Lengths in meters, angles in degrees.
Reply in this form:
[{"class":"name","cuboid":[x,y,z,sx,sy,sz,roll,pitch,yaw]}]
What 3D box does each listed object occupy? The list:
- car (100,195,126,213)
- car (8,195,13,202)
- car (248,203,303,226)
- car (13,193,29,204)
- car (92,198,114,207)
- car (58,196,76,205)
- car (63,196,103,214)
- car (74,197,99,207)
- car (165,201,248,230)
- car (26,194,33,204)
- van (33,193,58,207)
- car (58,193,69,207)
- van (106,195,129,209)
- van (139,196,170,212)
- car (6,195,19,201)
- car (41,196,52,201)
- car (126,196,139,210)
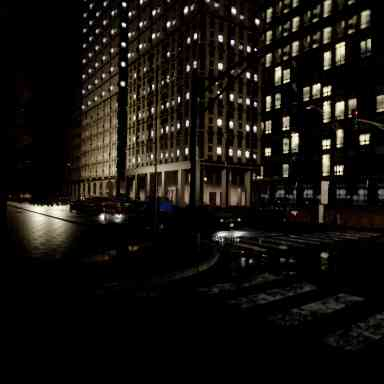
[{"class":"car","cuboid":[-9.154,1.275,35.004,2.097,1.767,4.553,1,-1,-35]},{"class":"car","cuboid":[-36.976,1.395,69.784,1.947,1.339,4.313,1,-1,-35]},{"class":"car","cuboid":[5.779,1.502,23.925,1.967,1.590,4.097,1,-1,-35]},{"class":"car","cuboid":[-30.442,1.153,60.568,2.192,1.841,5.009,1,-1,-35]},{"class":"car","cuboid":[-13.814,1.583,51.580,1.947,1.339,4.313,1,-1,-35]},{"class":"car","cuboid":[-22.192,1.461,58.922,1.837,1.490,4.892,1,-1,-35]},{"class":"car","cuboid":[-10.856,1.425,32.909,2.008,1.369,4.403,1,-1,-35]},{"class":"car","cuboid":[-16.061,1.514,50.269,2.033,1.411,5.357,1,-1,-36]},{"class":"car","cuboid":[0.733,1.495,21.026,2.033,1.411,5.357,1,-1,-35]},{"class":"car","cuboid":[-23.916,1.430,51.346,1.802,1.307,4.206,1,-1,-35]},{"class":"van","cuboid":[-20.647,1.195,46.740,1.690,1.788,3.998,1,-1,-35]},{"class":"car","cuboid":[-19.494,1.216,49.765,2.150,2.045,5.566,1,-1,-35]},{"class":"van","cuboid":[-10.545,1.365,46.974,1.690,1.788,3.998,1,-1,-35]},{"class":"van","cuboid":[-4.015,1.379,37.754,1.690,1.788,3.998,1,-1,-35]},{"class":"car","cuboid":[-40.240,1.376,74.394,2.008,1.369,4.403,1,-1,-35]},{"class":"car","cuboid":[-36.669,1.567,83.846,1.802,1.307,4.206,1,-1,-35]},{"class":"car","cuboid":[-7.283,1.581,42.362,2.008,1.369,4.403,1,-1,-35]}]
